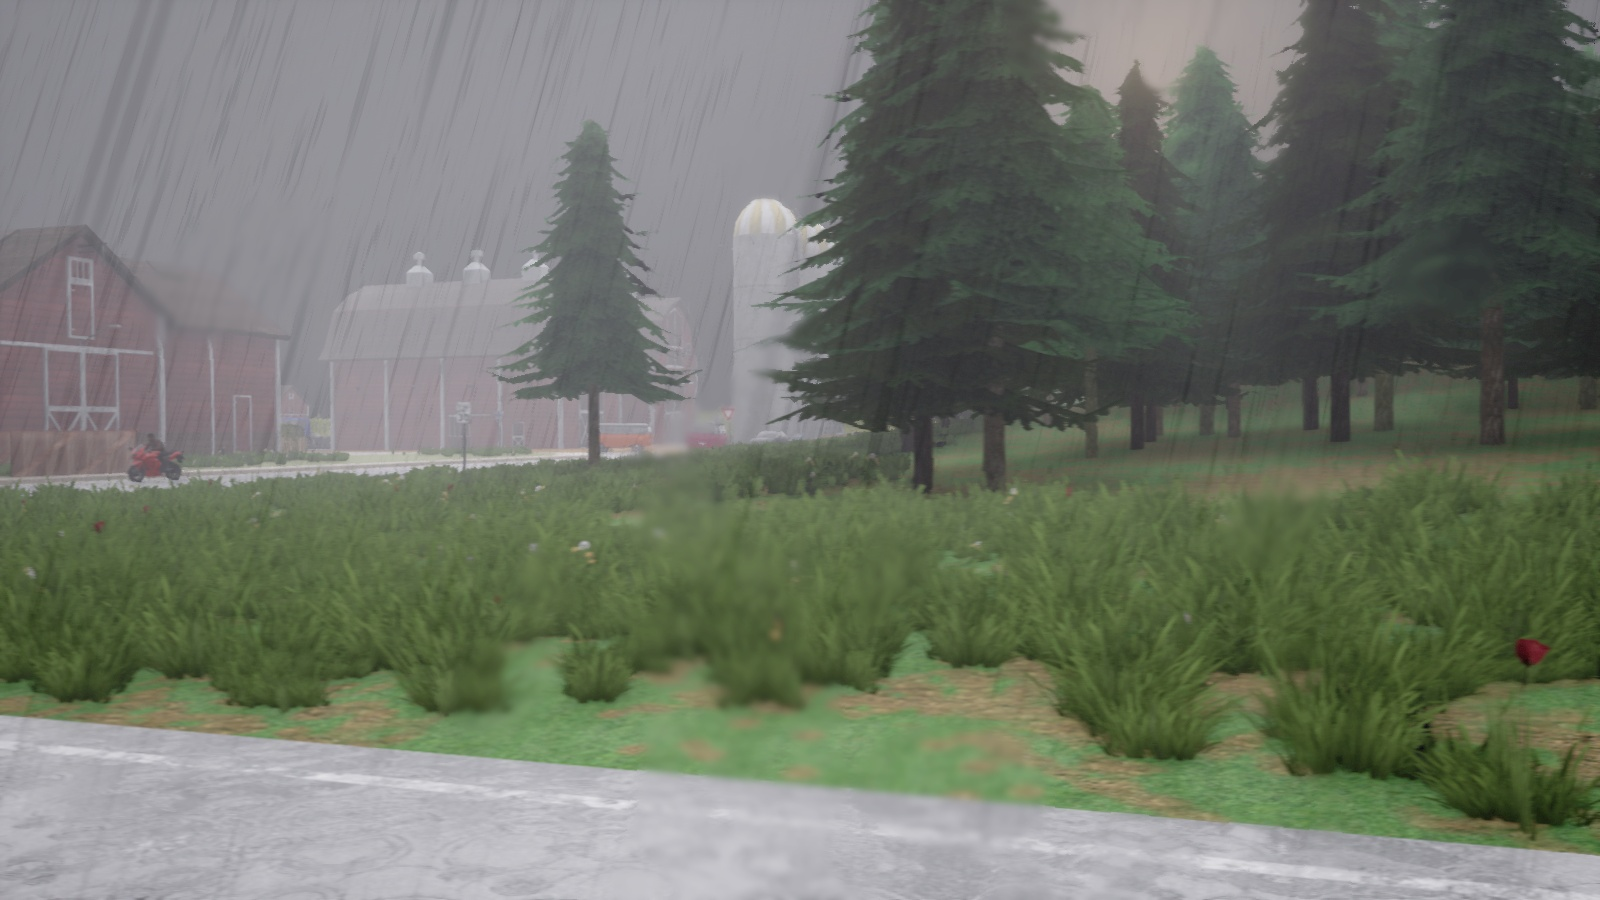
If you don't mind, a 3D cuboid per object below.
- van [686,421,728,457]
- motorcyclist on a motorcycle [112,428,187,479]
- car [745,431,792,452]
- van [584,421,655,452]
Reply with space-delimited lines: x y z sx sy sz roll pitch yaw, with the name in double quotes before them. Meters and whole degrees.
"van" -5.385 -0.672 73.062 1.775 1.987 4.442 1 1 5
"motorcyclist on a motorcycle" -19.985 0.088 38.625 0.797 1.523 2.044 0 1 19
"car" -2.224 -0.665 91.162 1.837 1.490 4.892 0 1 19
"van" -11.963 -0.879 83.359 4.442 1.987 1.775 1 1 3
